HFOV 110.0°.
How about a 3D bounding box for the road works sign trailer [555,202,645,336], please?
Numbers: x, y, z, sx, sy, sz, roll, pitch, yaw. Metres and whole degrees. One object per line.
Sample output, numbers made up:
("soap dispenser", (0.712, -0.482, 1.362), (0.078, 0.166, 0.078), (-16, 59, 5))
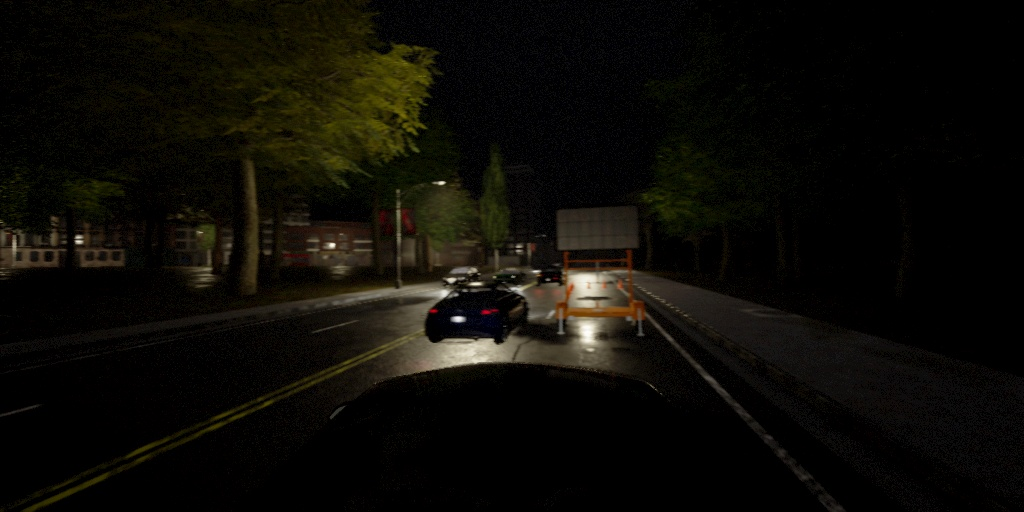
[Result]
("road works sign trailer", (2.572, 0.253, 10.627), (2.380, 3.560, 2.880), (0, 0, 12))

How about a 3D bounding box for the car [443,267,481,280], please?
("car", (-3.759, 1.620, 27.703), (2.128, 1.511, 4.902), (-1, -1, 12))

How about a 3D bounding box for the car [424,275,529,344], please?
("car", (-0.787, 1.422, 10.103), (1.994, 1.385, 4.181), (-1, -1, 12))

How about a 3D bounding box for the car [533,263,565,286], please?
("car", (3.026, 1.501, 27.372), (1.812, 1.442, 4.674), (-1, -1, 12))

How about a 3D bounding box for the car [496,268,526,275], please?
("car", (-0.151, 1.667, 28.974), (1.895, 1.301, 4.718), (-1, -1, 12))
